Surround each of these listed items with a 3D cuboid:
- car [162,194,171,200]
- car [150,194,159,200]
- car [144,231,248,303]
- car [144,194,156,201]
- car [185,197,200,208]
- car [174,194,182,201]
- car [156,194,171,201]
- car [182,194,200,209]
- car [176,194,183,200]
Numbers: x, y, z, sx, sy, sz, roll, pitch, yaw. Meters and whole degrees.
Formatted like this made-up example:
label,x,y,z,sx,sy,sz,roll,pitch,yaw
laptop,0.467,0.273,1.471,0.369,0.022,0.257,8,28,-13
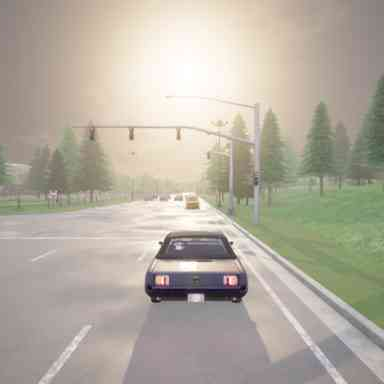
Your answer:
label,x,y,z,sx,sy,sz,roll,pitch,yaw
car,-6.801,1.344,90.868,2.033,1.411,5.357,0,0,0
car,-10.301,1.304,90.875,1.837,1.490,4.892,0,0,0
car,0.097,1.598,8.145,1.895,1.301,4.718,0,0,1
car,-10.324,1.507,80.456,2.033,1.411,5.357,0,0,0
car,0.074,1.561,49.813,2.033,1.411,5.357,-1,1,0
car,-3.323,1.520,80.857,1.994,1.385,4.181,0,0,0
car,-6.824,1.507,80.448,2.033,1.411,5.357,0,0,0
car,-0.015,1.065,46.354,1.882,1.535,5.008,-3,17,-3
car,-3.301,1.329,90.860,1.812,1.442,4.674,0,0,0
